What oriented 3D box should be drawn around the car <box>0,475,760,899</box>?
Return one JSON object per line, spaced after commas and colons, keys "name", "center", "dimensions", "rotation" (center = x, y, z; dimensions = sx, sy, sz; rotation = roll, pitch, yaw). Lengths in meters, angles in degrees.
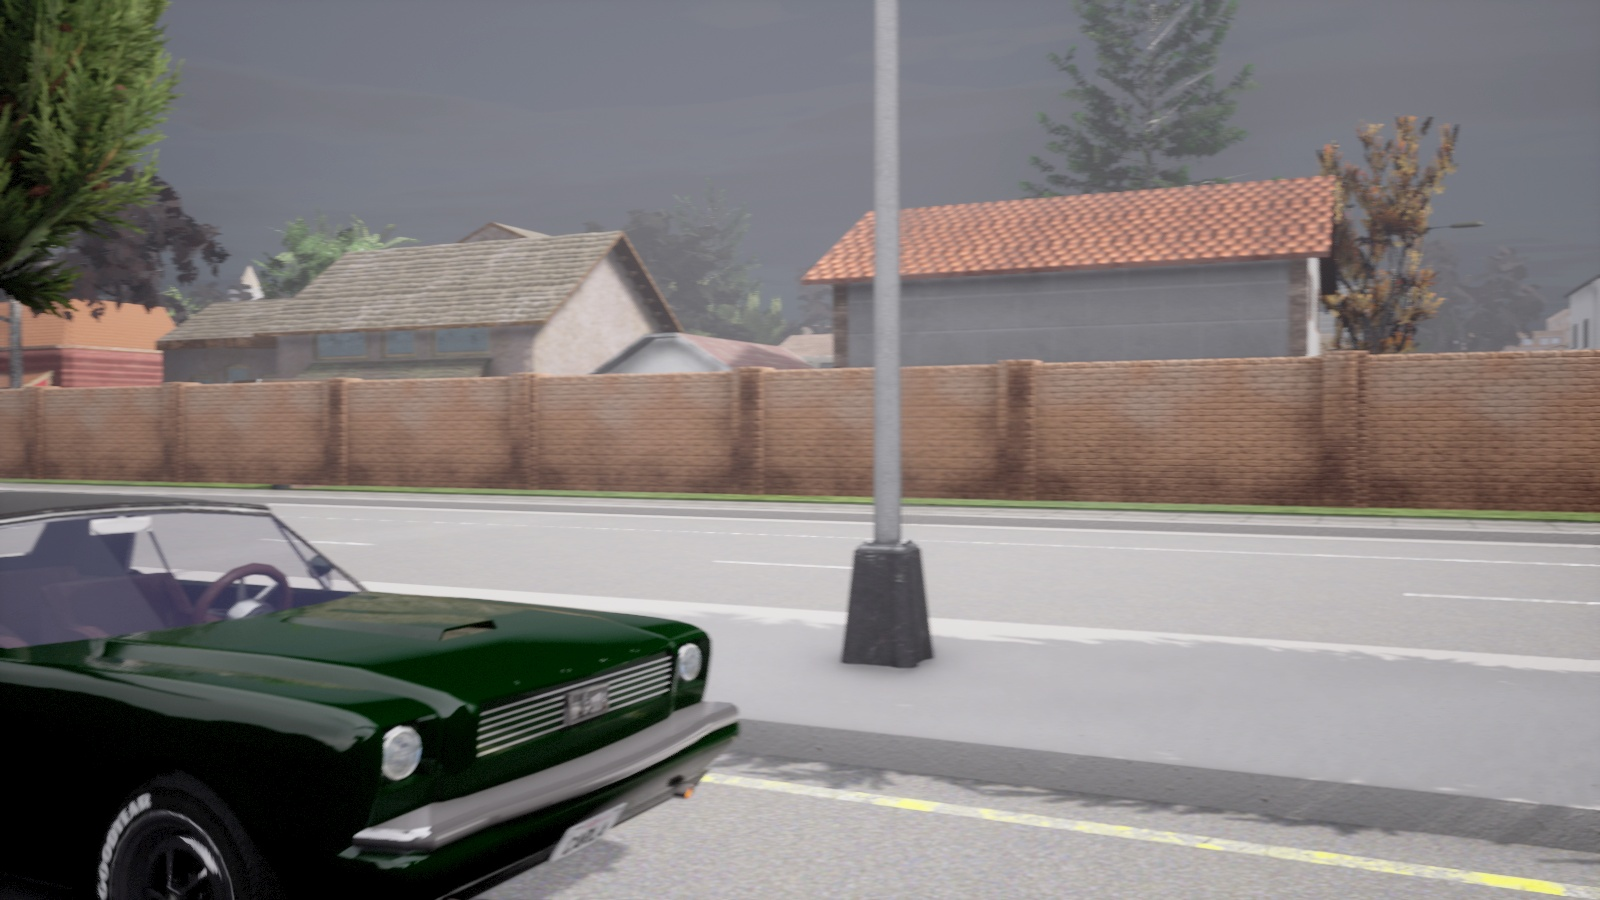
{"name": "car", "center": [-2.692, 0.810, 4.700], "dimensions": [4.718, 1.301, 1.895], "rotation": [1, 1, 25]}
